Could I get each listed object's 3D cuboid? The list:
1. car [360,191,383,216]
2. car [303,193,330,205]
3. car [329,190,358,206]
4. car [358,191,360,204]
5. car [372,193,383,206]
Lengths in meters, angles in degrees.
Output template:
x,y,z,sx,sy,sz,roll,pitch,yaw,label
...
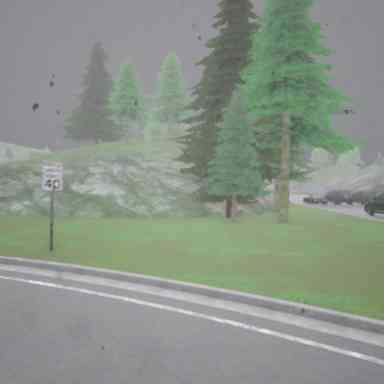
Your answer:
x,y,z,sx,sy,sz,roll,pitch,yaw,label
15.674,1.058,25.789,2.150,2.045,5.566,2,1,2,car
16.256,1.041,44.348,1.895,1.301,4.718,2,1,2,car
19.796,0.732,45.267,2.150,2.045,5.566,2,1,2,car
23.294,0.825,45.155,2.150,2.045,5.566,2,1,2,car
26.798,1.042,45.396,2.097,1.767,4.553,2,1,2,car
